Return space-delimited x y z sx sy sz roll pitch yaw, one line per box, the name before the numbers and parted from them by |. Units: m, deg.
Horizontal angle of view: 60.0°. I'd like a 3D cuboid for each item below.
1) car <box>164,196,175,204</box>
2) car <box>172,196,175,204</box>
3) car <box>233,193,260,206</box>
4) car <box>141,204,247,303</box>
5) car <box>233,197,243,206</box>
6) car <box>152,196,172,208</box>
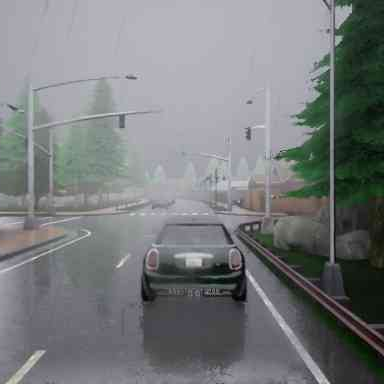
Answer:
car | -4.285 1.468 63.775 1.882 1.535 5.008 0 0 0
car | -4.199 1.588 53.596 1.895 1.301 4.718 0 0 0
car | 8.362 1.162 51.289 3.866 1.878 1.905 0 0 -1
car | 0.054 1.354 8.409 2.097 1.767 4.553 0 0 0
car | 8.780 1.159 48.780 4.605 1.855 1.932 0 0 -1
car | -4.111 1.548 43.741 1.994 1.385 4.181 0 0 -1
